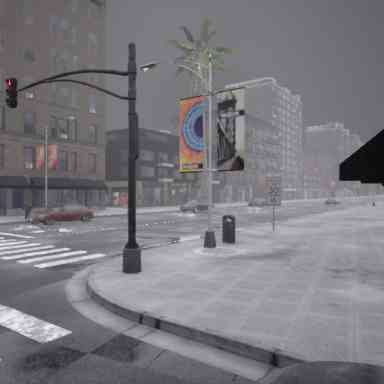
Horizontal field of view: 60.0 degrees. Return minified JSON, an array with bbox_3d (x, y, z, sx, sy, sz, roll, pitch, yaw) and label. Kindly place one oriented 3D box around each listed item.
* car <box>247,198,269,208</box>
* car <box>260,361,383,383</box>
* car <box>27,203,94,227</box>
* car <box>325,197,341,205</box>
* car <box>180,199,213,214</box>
[{"bbox_3d":[10.387,1.633,50.944,2.033,1.411,5.357,0,0,36],"label":"car"},{"bbox_3d":[2.171,1.551,1.302,4.403,1.369,2.008,0,0,35],"label":"car"},{"bbox_3d":[-9.083,1.541,23.421,1.812,1.442,4.674,0,0,35],"label":"car"},{"bbox_3d":[26.315,1.711,62.095,1.994,1.385,4.181,0,0,35],"label":"car"},{"bbox_3d":[0.567,1.551,37.119,1.837,1.490,4.892,0,0,35],"label":"car"}]
